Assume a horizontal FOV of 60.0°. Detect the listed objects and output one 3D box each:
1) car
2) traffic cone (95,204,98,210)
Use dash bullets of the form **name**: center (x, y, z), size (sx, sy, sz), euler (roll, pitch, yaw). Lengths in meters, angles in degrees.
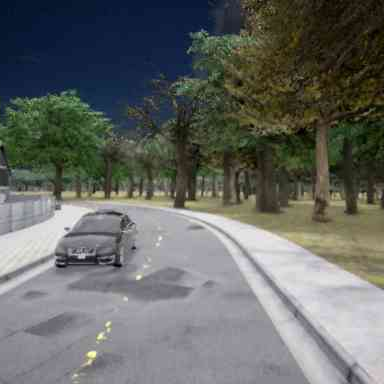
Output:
- **car**: center (-2.979, 1.456, 11.190), size (1.837, 1.490, 4.892), euler (0, 0, -2)
- **traffic cone**: center (-10.976, 1.723, 38.178), size (0.340, 0.580, 0.340), euler (0, 1, -31)
